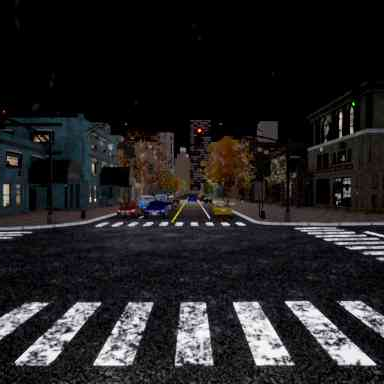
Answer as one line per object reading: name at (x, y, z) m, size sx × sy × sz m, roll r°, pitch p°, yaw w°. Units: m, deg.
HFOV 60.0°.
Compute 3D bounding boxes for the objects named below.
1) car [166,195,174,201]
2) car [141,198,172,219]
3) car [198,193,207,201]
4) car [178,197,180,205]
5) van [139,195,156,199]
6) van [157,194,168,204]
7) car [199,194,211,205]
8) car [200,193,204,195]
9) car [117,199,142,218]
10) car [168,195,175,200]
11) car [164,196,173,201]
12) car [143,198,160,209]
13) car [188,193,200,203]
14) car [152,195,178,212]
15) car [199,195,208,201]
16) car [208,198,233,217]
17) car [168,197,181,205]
car at (-5.641, 1.526, 85.831) m, size 1.887 × 1.381 × 4.507 m, roll 0°, pitch 0°, yaw 0°
car at (-3.099, 1.521, 29.621) m, size 1.812 × 1.442 × 4.674 m, roll 0°, pitch 0°, yaw 0°
car at (2.737, 1.297, 85.826) m, size 2.192 × 1.841 × 5.009 m, roll -1°, pitch 0°, yaw 0°
car at (-3.063, 1.555, 47.944) m, size 1.994 × 1.385 × 4.181 m, roll 0°, pitch 0°, yaw 0°
van at (-5.669, 1.333, 41.460) m, size 1.690 × 1.788 × 3.998 m, roll 0°, pitch 0°, yaw 0°
van at (-5.656, 1.328, 63.645) m, size 1.690 × 1.788 × 3.998 m, roll 0°, pitch 0°, yaw 0°
car at (2.723, 1.539, 58.094) m, size 2.008 × 1.369 × 4.403 m, roll -1°, pitch 0°, yaw 0°
car at (2.733, 1.551, 74.733) m, size 1.947 × 1.339 × 4.313 m, roll -1°, pitch 0°, yaw 0°
car at (-5.674, 1.577, 30.367) m, size 1.802 × 1.307 × 4.206 m, roll 0°, pitch 0°, yaw 0°
car at (-5.638, 1.562, 91.377) m, size 1.802 × 1.307 × 4.206 m, roll 0°, pitch 0°, yaw 0°
car at (-5.645, 1.549, 80.284) m, size 1.947 × 1.339 × 4.313 m, roll 0°, pitch 0°, yaw 0°
car at (-5.665, 1.536, 47.007) m, size 1.887 × 1.381 × 4.507 m, roll 0°, pitch 0°, yaw 0°
car at (0.110, 1.463, 70.795) m, size 1.882 × 1.535 × 5.008 m, roll 0°, pitch 0°, yaw 0°
car at (-3.075, 1.484, 38.820) m, size 2.128 × 1.511 × 4.902 m, roll 0°, pitch 0°, yaw 0°
car at (2.737, 1.528, 80.279) m, size 1.887 × 1.381 × 4.507 m, roll -1°, pitch 0°, yaw 0°
car at (2.706, 1.520, 30.533) m, size 1.752 × 1.417 × 4.829 m, roll -1°, pitch 0°, yaw 0°
car at (-3.028, 1.589, 58.054) m, size 1.895 × 1.301 × 4.718 m, roll 0°, pitch 0°, yaw 0°
